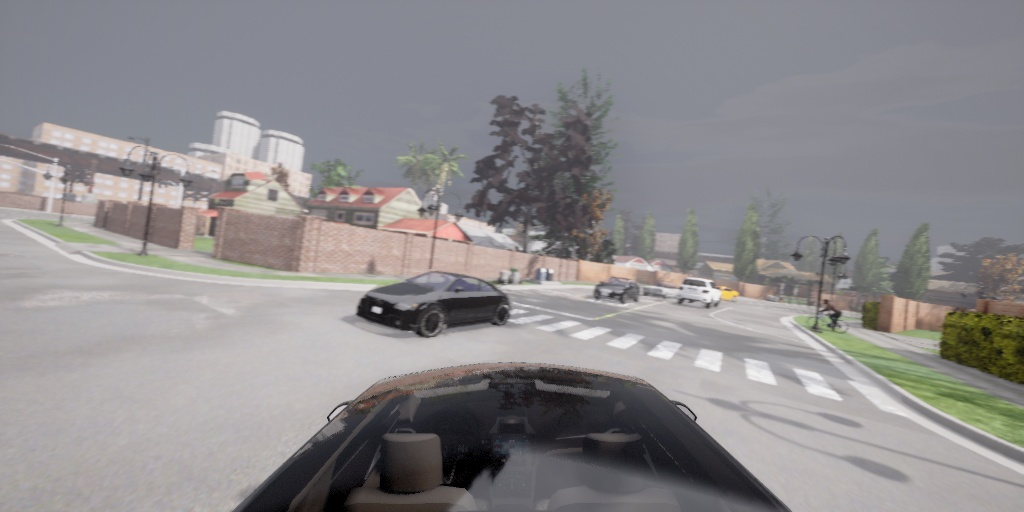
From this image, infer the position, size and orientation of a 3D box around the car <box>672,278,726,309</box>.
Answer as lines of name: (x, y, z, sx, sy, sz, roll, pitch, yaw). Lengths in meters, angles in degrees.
car: (14.405, 2.778, 27.454, 2.150, 2.045, 5.566, 7, 0, 38)

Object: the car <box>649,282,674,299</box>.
car: (13.162, 3.013, 31.486, 1.895, 1.301, 4.718, 7, 0, 42)

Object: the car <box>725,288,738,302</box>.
car: (22.818, 4.095, 39.569, 5.008, 1.535, 1.882, 7, 0, -30)

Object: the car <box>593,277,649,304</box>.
car: (6.693, 2.090, 22.548, 2.128, 1.511, 4.902, 7, 0, 33)

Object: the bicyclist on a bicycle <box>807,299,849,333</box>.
bicyclist on a bicycle: (16.421, 3.104, 18.605, 1.656, 1.620, 0.582, 7, 0, 32)

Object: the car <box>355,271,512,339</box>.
car: (-1.766, 1.106, 9.346, 1.994, 1.385, 4.181, 7, 0, 35)
